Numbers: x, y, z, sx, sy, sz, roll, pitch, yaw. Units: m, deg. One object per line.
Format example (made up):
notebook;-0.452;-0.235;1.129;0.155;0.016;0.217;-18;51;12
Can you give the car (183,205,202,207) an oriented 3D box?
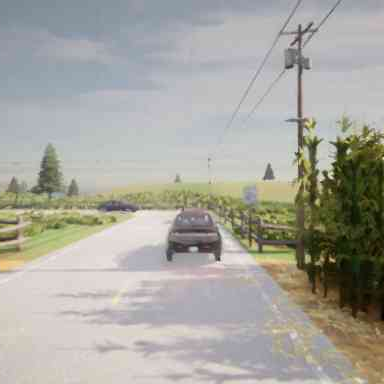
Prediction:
car;0.051;1.670;26.527;1.895;1.301;4.718;0;0;0

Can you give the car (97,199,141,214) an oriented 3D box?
car;-8.066;1.601;36.939;4.892;1.490;1.837;0;-1;9

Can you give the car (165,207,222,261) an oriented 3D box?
car;0.065;1.523;12.431;2.128;1.511;4.902;0;0;0
